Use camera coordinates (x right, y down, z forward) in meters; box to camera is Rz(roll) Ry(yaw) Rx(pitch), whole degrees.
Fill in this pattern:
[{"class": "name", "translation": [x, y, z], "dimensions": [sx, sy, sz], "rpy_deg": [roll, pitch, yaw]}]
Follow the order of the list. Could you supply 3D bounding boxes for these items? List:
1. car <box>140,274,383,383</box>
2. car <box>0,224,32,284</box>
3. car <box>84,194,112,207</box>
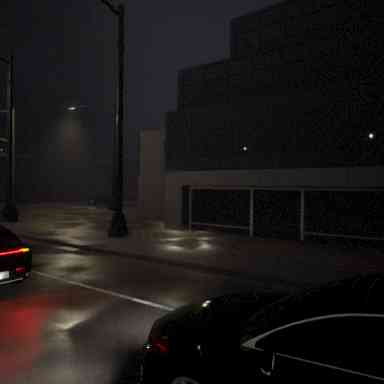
[{"class": "car", "translation": [1.703, 1.503, 2.780], "dimensions": [4.892, 1.490, 1.837], "rpy_deg": [0, 0, 36]}, {"class": "car", "translation": [-5.826, 1.415, 8.121], "dimensions": [4.892, 1.490, 1.837], "rpy_deg": [1, 0, 35]}, {"class": "car", "translation": [-11.289, 1.042, 42.031], "dimensions": [1.837, 1.490, 4.892], "rpy_deg": [1, 0, 36]}]
